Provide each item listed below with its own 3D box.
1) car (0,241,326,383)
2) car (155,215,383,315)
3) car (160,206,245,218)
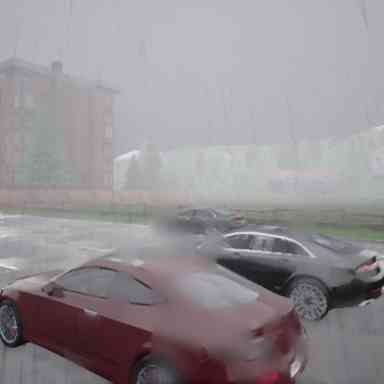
[{"bbox_3d":[-0.857,1.522,4.603,4.674,1.442,1.812,0,0,35],"label":"car"},{"bbox_3d":[1.396,1.488,7.295,4.902,1.511,2.128,0,0,36],"label":"car"},{"bbox_3d":[0.345,1.493,16.638,4.892,1.490,1.837,0,0,35],"label":"car"}]
